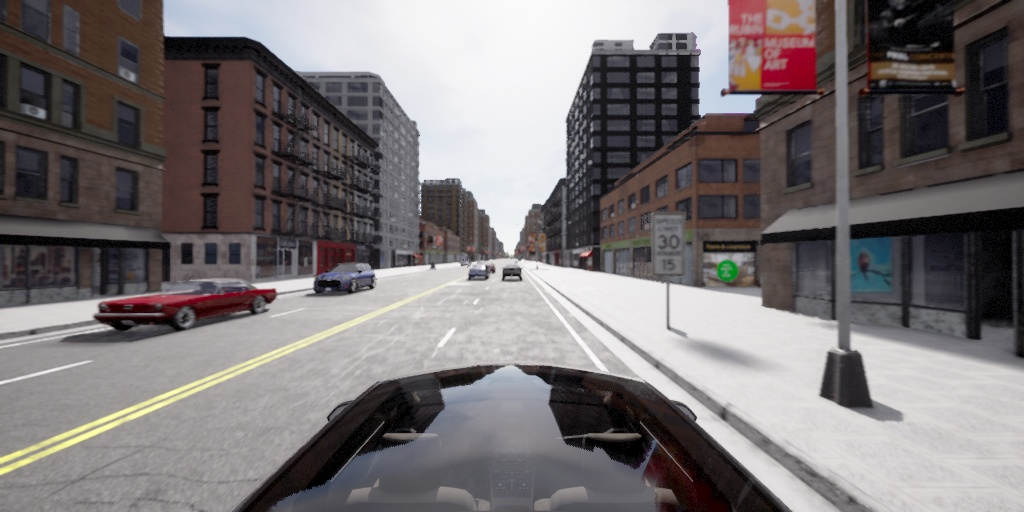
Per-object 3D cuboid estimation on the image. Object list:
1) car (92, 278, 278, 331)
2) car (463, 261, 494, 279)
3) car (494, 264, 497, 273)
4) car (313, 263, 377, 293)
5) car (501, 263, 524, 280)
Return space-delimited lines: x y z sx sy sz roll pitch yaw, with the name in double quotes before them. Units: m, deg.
"car" -9.849 1.403 11.398 1.895 1.301 4.718 0 0 0
"car" -3.144 1.472 34.698 2.033 1.411 5.357 0 0 0
"car" -3.187 1.522 48.370 1.812 1.442 4.674 0 0 1
"car" -9.837 1.207 21.442 2.097 1.767 4.553 0 0 0
"car" 0.015 1.423 33.650 1.837 1.490 4.892 0 -1 0
